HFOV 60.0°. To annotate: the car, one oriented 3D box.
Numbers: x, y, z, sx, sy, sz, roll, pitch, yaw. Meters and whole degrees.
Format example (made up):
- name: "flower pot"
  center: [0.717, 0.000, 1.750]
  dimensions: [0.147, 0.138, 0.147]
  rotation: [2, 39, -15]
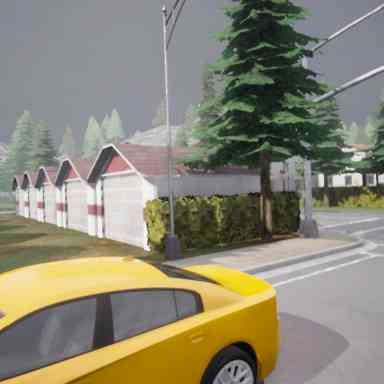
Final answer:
- name: "car"
  center: [-1.338, 1.459, 3.040]
  dimensions: [5.008, 1.535, 1.882]
  rotation: [-2, 1, -35]
